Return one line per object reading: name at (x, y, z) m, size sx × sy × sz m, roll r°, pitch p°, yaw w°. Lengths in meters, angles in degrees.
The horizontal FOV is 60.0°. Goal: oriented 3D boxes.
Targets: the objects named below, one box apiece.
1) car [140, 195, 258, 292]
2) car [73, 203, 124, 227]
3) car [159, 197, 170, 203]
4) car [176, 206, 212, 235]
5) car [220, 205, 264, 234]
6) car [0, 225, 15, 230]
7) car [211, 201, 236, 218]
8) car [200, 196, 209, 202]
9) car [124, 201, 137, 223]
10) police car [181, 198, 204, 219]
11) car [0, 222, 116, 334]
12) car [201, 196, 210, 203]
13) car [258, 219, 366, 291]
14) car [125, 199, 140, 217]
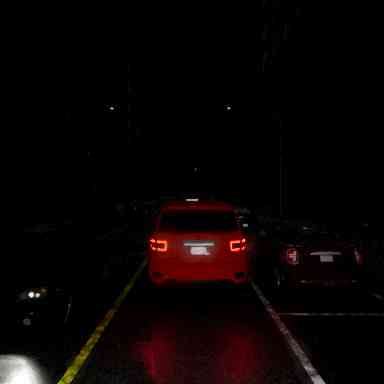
car at (0.108, 1.221, 9.082) m, size 2.150 × 2.045 × 5.566 m, roll 0°, pitch 0°, yaw -1°
car at (-5.662, 1.567, 20.005) m, size 1.947 × 1.339 × 4.313 m, roll 0°, pitch 0°, yaw 0°
car at (-5.604, 1.626, 68.111) m, size 1.802 × 1.307 × 4.206 m, roll 0°, pitch 0°, yaw 0°
car at (0.108, 1.602, 19.852) m, size 1.895 × 1.301 × 4.718 m, roll 0°, pitch 0°, yaw 0°
car at (2.863, 1.552, 20.001) m, size 2.008 × 1.369 × 4.403 m, roll 0°, pitch 0°, yaw 0°
car at (-5.667, 1.582, 9.002) m, size 1.802 × 1.307 × 4.206 m, roll 0°, pitch 0°, yaw 0°
car at (2.869, 1.569, 31.003) m, size 1.947 × 1.339 × 4.313 m, roll 0°, pitch 0°, yaw 0°
car at (2.946, 1.617, 78.911) m, size 2.008 × 1.369 × 4.403 m, roll 0°, pitch 0°, yaw 0°
car at (-5.660, 1.584, 25.506) m, size 1.802 × 1.307 × 4.206 m, roll 0°, pitch 0°, yaw 0°
police car at (0.014, 1.428, 30.116) m, size 1.930 × 1.638 × 5.238 m, roll 0°, pitch 0°, yaw 0°
car at (-3.098, 1.564, 6.796) m, size 1.994 × 1.385 × 4.181 m, roll 0°, pitch 0°, yaw 0°
car at (2.933, 1.580, 73.673) m, size 1.752 × 1.417 × 4.829 m, roll 0°, pitch 0°, yaw 0°
car at (2.858, 1.440, 8.998) m, size 1.967 × 1.590 × 4.097 m, roll 0°, pitch 0°, yaw 0°
car at (-5.657, 1.444, 31.008) m, size 1.967 × 1.590 × 4.097 m, roll 0°, pitch 0°, yaw 0°
